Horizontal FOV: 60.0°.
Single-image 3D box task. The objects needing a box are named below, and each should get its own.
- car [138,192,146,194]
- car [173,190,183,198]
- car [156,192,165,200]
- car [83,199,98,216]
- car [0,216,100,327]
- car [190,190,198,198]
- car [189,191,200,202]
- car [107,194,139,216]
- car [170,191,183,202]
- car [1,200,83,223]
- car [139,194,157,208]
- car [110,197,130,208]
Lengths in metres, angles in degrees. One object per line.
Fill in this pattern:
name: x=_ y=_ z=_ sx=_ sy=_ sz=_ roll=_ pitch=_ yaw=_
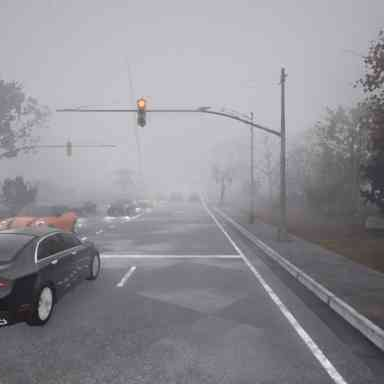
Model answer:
car: x=-10.129 y=0.855 z=66.611 sx=1.882 sy=1.535 sz=5.008 roll=0 pitch=3 yaw=1
car: x=-3.054 y=0.445 z=74.496 sx=1.882 sy=1.535 sz=5.008 roll=0 pitch=3 yaw=0
car: x=-6.607 y=0.781 z=68.082 sx=1.882 sy=1.535 sz=5.008 roll=0 pitch=3 yaw=0
car: x=-10.535 y=1.478 z=31.661 sx=1.882 sy=1.535 sz=5.008 roll=0 pitch=0 yaw=3
car: x=-3.377 y=1.505 z=7.034 sx=1.837 sy=1.490 sz=4.892 roll=0 pitch=0 yaw=0
car: x=0.440 y=0.455 z=74.285 sx=1.882 sy=1.535 sz=5.008 roll=0 pitch=3 yaw=0
car: x=0.473 y=1.004 z=63.918 sx=2.128 sy=1.511 sz=4.902 roll=0 pitch=3 yaw=0
car: x=-6.930 y=1.352 z=32.949 sx=2.097 sy=1.767 sz=4.553 roll=0 pitch=0 yaw=0
car: x=-3.026 y=0.839 z=64.445 sx=2.097 sy=1.767 sz=4.553 roll=0 pitch=3 yaw=0
car: x=-7.042 y=1.352 z=15.606 sx=2.097 sy=1.767 sz=4.553 roll=0 pitch=0 yaw=0
car: x=-6.822 y=1.472 z=48.890 sx=1.882 sy=1.535 sz=5.008 roll=0 pitch=1 yaw=0
car: x=-10.333 y=1.524 z=48.213 sx=1.812 sy=1.442 sz=4.674 roll=0 pitch=0 yaw=1
